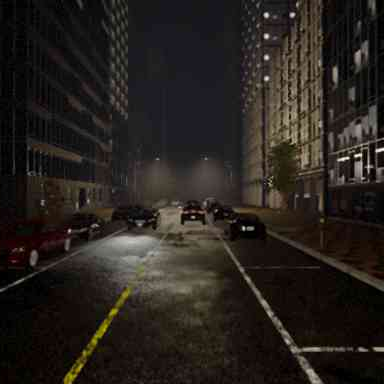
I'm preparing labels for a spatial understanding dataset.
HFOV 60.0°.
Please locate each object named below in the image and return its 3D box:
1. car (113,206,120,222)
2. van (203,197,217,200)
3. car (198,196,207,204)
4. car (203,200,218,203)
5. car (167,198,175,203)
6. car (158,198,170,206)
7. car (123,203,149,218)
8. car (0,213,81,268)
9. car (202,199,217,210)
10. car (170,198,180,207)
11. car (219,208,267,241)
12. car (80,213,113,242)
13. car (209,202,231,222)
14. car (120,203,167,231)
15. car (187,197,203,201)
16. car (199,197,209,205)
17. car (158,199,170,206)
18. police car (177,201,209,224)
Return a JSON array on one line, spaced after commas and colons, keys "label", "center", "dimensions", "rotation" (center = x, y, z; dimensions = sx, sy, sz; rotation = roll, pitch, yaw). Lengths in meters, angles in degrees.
[{"label": "car", "center": [-5.697, 1.818, 28.772], "dimensions": [1.887, 1.381, 4.507], "rotation": [0, -1, 0]}, {"label": "van", "center": [2.679, 1.767, 45.846], "dimensions": [1.690, 1.788, 3.998], "rotation": [0, 0, 0]}, {"label": "car", "center": [2.667, 2.072, 85.689], "dimensions": [2.192, 1.841, 5.009], "rotation": [0, 0, 0]}, {"label": "car", "center": [2.680, 1.941, 40.150], "dimensions": [1.947, 1.339, 4.313], "rotation": [0, -1, 0]}, {"label": "car", "center": [-5.717, 2.353, 91.388], "dimensions": [2.008, 1.369, 4.403], "rotation": [0, 0, 0]}, {"label": "car", "center": [-5.708, 2.095, 62.756], "dimensions": [1.752, 1.417, 4.829], "rotation": [0, 0, 0]}, {"label": "car", "center": [-5.699, 1.891, 34.464], "dimensions": [1.947, 1.339, 4.313], "rotation": [0, -1, 0]}, {"label": "car", "center": [-5.692, 1.659, 11.694], "dimensions": [1.887, 1.381, 4.507], "rotation": [0, -1, 0]}, {"label": "car", "center": [2.677, 1.915, 51.536], "dimensions": [1.967, 1.590, 4.097], "rotation": [0, 0, 0]}, {"label": "car", "center": [-3.043, 2.103, 63.844], "dimensions": [1.812, 1.442, 4.674], "rotation": [0, 0, 1]}, {"label": "car", "center": [2.687, 1.733, 17.382], "dimensions": [1.947, 1.339, 4.313], "rotation": [0, -1, 0]}, {"label": "car", "center": [-5.694, 1.750, 17.387], "dimensions": [1.802, 1.307, 4.206], "rotation": [0, -1, 0]}, {"label": "car", "center": [2.683, 1.838, 28.766], "dimensions": [1.947, 1.339, 4.313], "rotation": [0, -1, 0]}, {"label": "car", "center": [-3.105, 1.704, 22.299], "dimensions": [2.128, 1.511, 4.902], "rotation": [0, -1, 0]}, {"label": "car", "center": [0.059, 1.758, 43.620], "dimensions": [2.097, 1.767, 4.553], "rotation": [0, -1, 0]}, {"label": "car", "center": [2.671, 1.980, 74.304], "dimensions": [2.192, 1.841, 5.009], "rotation": [0, 0, 0]}, {"label": "car", "center": [-5.710, 2.169, 68.620], "dimensions": [2.008, 1.369, 4.403], "rotation": [0, 0, 0]}, {"label": "police car", "center": [0.089, 1.764, 27.523], "dimensions": [2.038, 1.542, 4.974], "rotation": [0, -1, 0]}]
